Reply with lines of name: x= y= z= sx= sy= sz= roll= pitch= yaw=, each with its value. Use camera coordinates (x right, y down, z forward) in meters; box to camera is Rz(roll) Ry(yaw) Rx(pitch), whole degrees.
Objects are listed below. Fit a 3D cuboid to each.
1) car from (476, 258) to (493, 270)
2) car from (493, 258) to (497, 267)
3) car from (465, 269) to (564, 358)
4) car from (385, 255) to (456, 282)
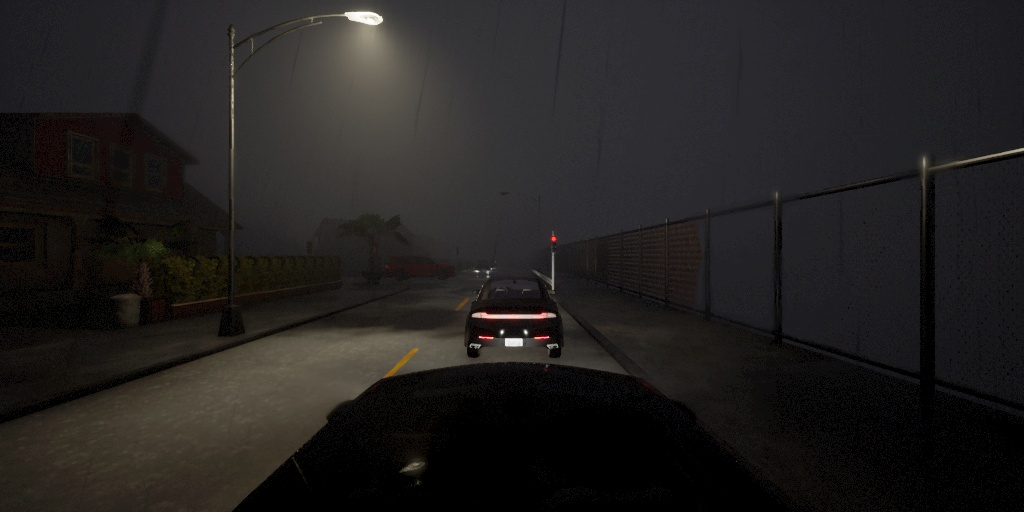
car: x=-4.111 y=1.255 z=51.850 sx=1.837 sy=1.490 sz=4.892 roll=0 pitch=0 yaw=0
car: x=-4.095 y=1.297 z=61.715 sx=2.033 sy=1.411 sz=5.357 roll=0 pitch=0 yaw=0
car: x=0.052 y=1.242 z=8.465 sx=2.128 sy=1.511 sz=4.902 roll=0 pitch=0 yaw=0
car: x=-7.390 y=0.974 z=29.223 sx=5.566 sy=2.045 sz=2.150 roll=0 pitch=0 yaw=-8
